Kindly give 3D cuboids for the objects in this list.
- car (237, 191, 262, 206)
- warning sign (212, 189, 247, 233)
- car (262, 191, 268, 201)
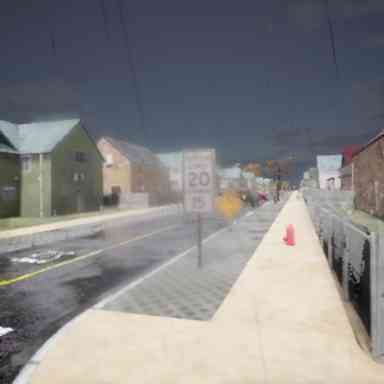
[{"bbox_3d":[6.121,0.616,36.826,2.097,1.767,4.553,-1,1,18],"label":"car"},{"bbox_3d":[1.659,0.817,14.514,1.300,1.860,1.060,-2,-1,18],"label":"warning sign"},{"bbox_3d":[10.073,0.583,49.367,1.994,1.385,4.181,-1,1,18],"label":"car"}]
